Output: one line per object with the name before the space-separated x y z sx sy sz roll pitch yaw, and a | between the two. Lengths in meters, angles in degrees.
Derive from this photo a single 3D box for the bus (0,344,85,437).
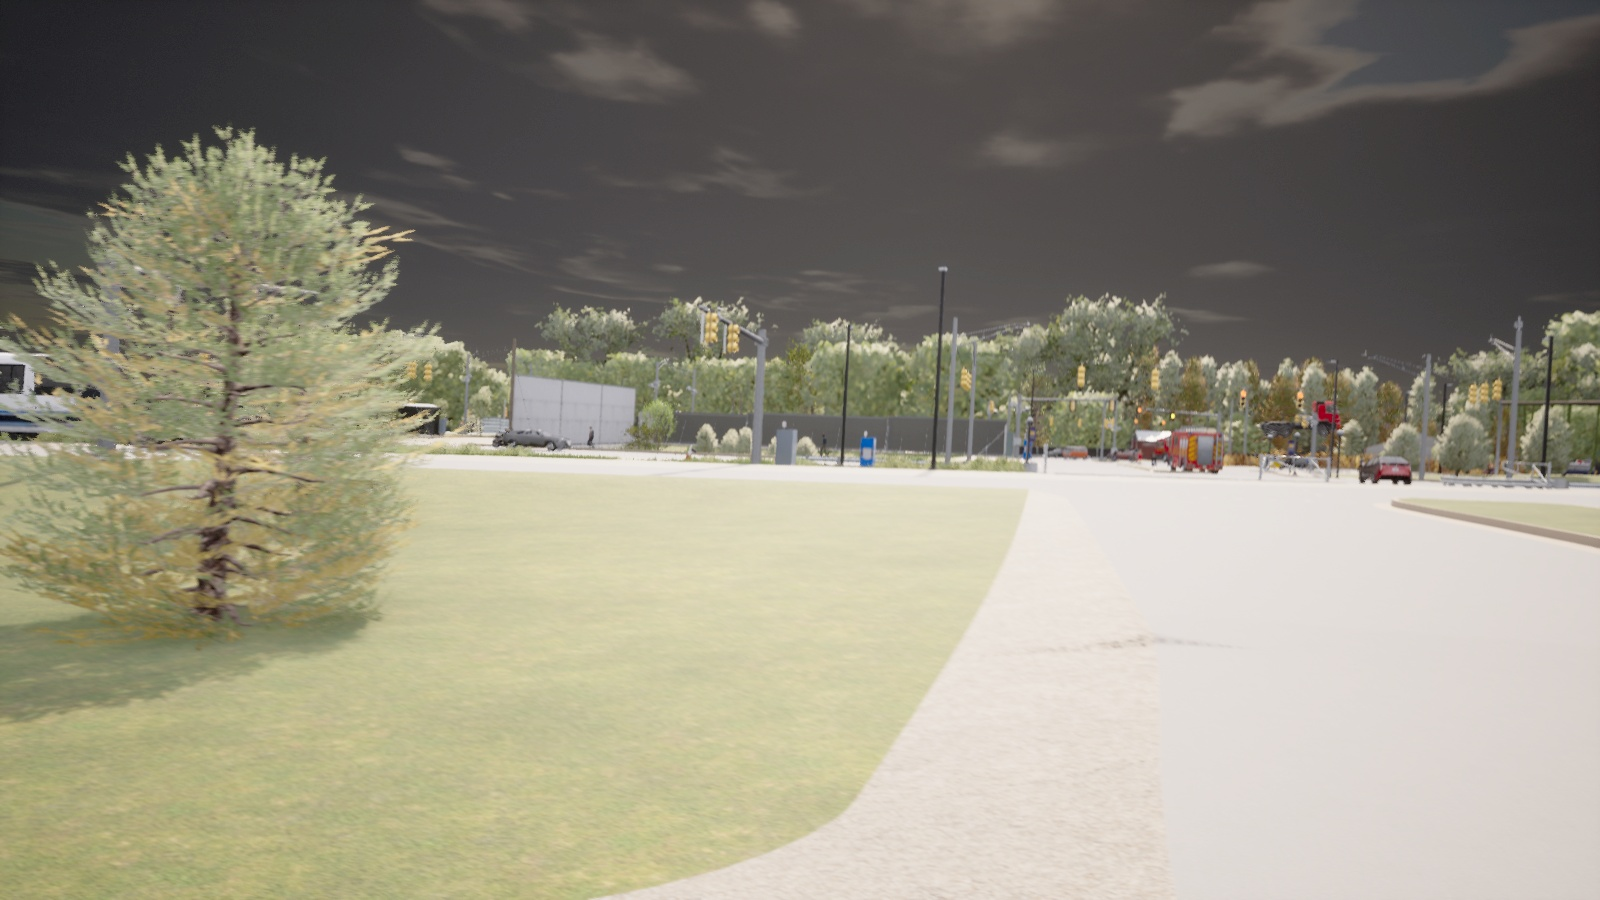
bus | -40.513 -2.909 60.583 10.273 4.253 3.944 2 1 11

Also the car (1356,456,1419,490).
car | 30.226 1.160 64.775 2.007 1.525 4.514 2 1 13

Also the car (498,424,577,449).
car | -18.432 -0.950 88.225 4.902 1.511 2.128 3 1 11
